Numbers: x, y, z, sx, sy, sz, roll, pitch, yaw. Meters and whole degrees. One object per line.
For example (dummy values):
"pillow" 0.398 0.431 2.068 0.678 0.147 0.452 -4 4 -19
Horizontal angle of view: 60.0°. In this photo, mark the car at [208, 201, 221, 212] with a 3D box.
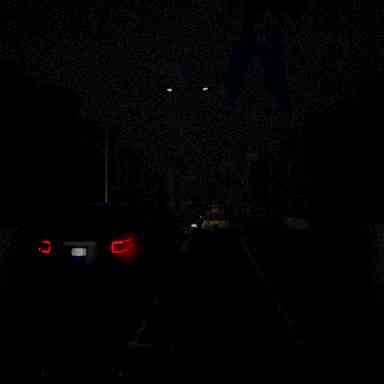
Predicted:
"car" 3.176 1.948 47.036 1.752 1.417 4.829 0 -1 4

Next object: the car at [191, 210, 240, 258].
"car" 0.913 1.619 12.896 2.008 1.369 4.403 0 -1 4

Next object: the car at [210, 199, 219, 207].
"car" 4.303 2.150 64.021 1.752 1.417 4.829 0 -1 4

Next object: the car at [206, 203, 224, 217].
"car" 2.414 1.878 35.542 1.802 1.307 4.206 0 -1 4

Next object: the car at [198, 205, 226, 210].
"car" 1.300 1.649 18.728 1.752 1.417 4.829 0 -1 4

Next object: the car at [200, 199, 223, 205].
"car" 2.039 1.676 29.883 1.967 1.590 4.097 0 -1 4

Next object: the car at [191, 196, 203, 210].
"car" 0.985 1.721 52.499 2.150 2.045 5.566 0 -1 4

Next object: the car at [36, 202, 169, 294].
"car" -1.992 1.269 9.064 2.150 2.045 5.566 0 -1 4

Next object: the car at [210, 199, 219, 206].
"car" 4.667 2.237 69.513 1.887 1.381 4.507 0 -1 4

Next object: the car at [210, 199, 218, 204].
"car" 5.793 2.464 86.498 2.008 1.369 4.403 0 -1 4

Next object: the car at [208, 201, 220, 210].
"car" 3.541 2.068 52.528 1.802 1.307 4.206 0 -1 4
